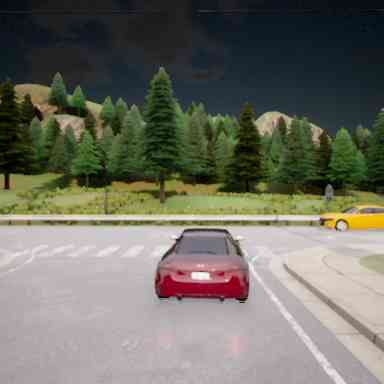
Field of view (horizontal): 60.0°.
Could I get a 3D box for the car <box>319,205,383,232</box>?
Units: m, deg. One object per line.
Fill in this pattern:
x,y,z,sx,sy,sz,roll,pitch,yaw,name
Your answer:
10.277,1.556,20.082,5.008,1.535,1.882,0,0,1,car

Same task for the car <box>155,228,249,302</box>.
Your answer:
0.354,1.598,8.433,1.994,1.385,4.181,0,0,5,car
